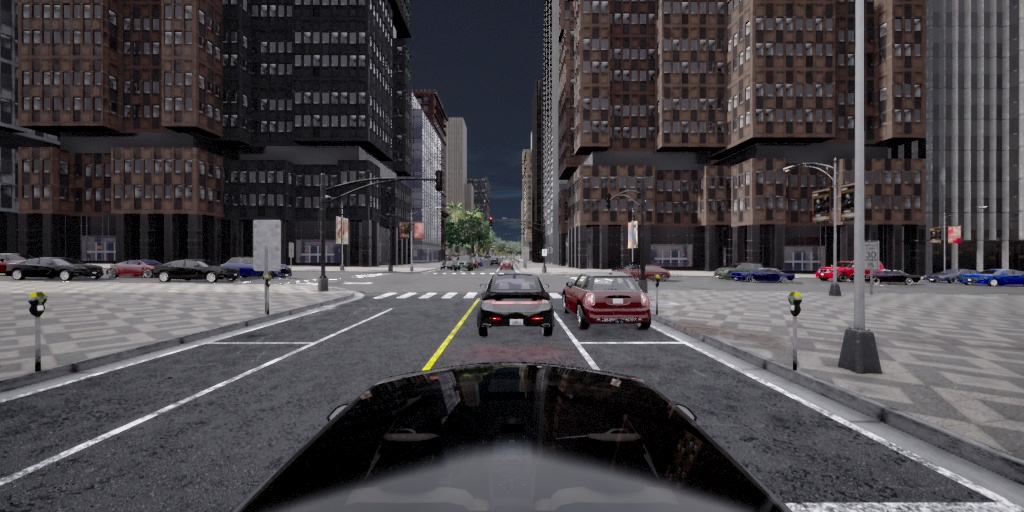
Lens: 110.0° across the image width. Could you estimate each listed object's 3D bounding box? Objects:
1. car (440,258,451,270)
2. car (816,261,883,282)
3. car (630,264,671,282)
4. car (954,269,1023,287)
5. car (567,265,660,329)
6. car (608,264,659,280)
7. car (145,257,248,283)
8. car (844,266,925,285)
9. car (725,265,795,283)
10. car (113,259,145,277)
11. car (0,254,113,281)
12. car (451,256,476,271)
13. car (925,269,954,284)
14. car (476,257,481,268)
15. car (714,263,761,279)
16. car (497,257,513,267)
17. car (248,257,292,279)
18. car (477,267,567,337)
[{"bbox_3d":[-9.290,1.324,52.510,1.948,1.339,4.313,0,0,-1],"label":"car"},{"bbox_3d":[32.806,1.467,34.749,5.566,2.045,2.150,1,0,-1],"label":"car"},{"bbox_3d":[11.336,1.464,31.131,4.674,1.442,1.812,1,0,-5],"label":"car"},{"bbox_3d":[42.782,1.874,31.551,5.008,1.535,1.882,1,0,0],"label":"car"},{"bbox_3d":[2.733,1.190,11.208,1.967,1.591,4.097,0,0,0],"label":"car"},{"bbox_3d":[11.680,1.504,34.631,4.181,1.385,1.994,1,0,1],"label":"car"},{"bbox_3d":[-21.275,0.961,24.323,5.008,1.535,1.882,1,0,-1],"label":"car"},{"bbox_3d":[32.603,1.848,31.500,4.718,1.301,1.895,1,0,-1],"label":"car"},{"bbox_3d":[21.802,1.690,31.410,4.718,1.301,1.895,1,0,-1],"label":"car"},{"bbox_3d":[-28.209,0.946,27.506,4.181,1.385,1.994,1,0,-1],"label":"car"},{"bbox_3d":[-30.742,0.827,24.240,5.008,1.535,1.882,1,0,0],"label":"car"},{"bbox_3d":[-6.593,0.974,49.408,2.150,2.045,5.566,0,0,0],"label":"car"},{"bbox_3d":[43.439,1.950,34.802,5.357,1.411,2.033,1,0,0],"label":"car"},{"bbox_3d":[-6.675,1.251,59.399,1.882,1.535,5.008,0,0,0],"label":"car"},{"bbox_3d":[22.084,1.441,34.661,4.553,1.767,2.097,1,0,-1],"label":"car"},{"bbox_3d":[-0.765,1.198,52.589,1.967,1.591,4.097,0,0,-1],"label":"car"},{"bbox_3d":[-19.566,0.855,27.588,4.553,1.767,2.097,1,0,0],"label":"car"},{"bbox_3d":[0.075,1.241,10.322,2.128,1.511,4.902,0,0,-1],"label":"car"}]
